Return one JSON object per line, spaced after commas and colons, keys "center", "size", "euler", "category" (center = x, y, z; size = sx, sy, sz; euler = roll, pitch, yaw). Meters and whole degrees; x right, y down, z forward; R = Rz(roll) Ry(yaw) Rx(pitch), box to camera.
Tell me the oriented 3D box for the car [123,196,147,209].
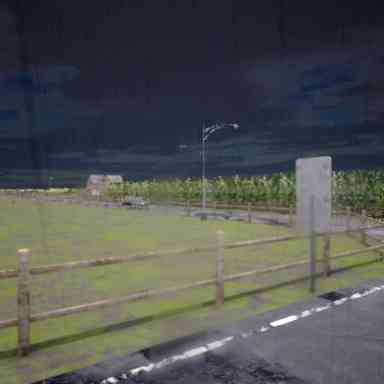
{"center": [-7.294, 1.335, 43.066], "size": [2.128, 1.511, 4.902], "euler": [-1, 1, -36], "category": "car"}
